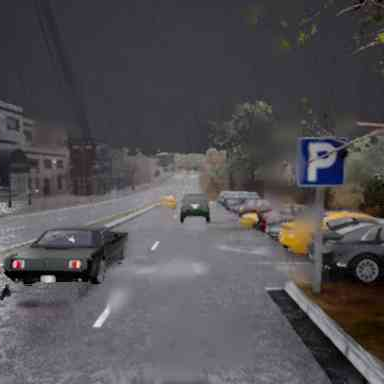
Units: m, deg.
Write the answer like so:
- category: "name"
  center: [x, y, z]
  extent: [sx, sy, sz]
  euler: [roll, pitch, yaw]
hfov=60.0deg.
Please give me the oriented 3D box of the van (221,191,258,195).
- category: "van"
  center: [5.977, 1.020, 39.155]
  extent: [4.442, 1.987, 1.878]
  euler: [0, 1, 0]

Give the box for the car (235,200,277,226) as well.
- category: "car"
  center: [5.511, 1.437, 19.880]
  extent: [5.366, 1.575, 1.946]
  euler: [0, 0, 0]

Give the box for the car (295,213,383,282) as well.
- category: "car"
  center: [5.596, 1.478, 8.860]
  extent: [4.892, 1.521, 2.231]
  euler: [0, 0, 1]

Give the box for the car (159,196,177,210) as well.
- category: "car"
  center: [-2.828, 1.222, 39.645]
  extent: [1.882, 1.535, 5.008]
  euler: [0, 1, 1]

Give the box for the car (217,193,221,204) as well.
- category: "car"
  center: [5.853, 1.076, 42.042]
  extent: [4.553, 1.767, 2.185]
  euler: [0, 1, 0]

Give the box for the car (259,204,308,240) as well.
- category: "car"
  center: [5.656, 1.465, 14.368]
  extent: [4.892, 1.521, 2.231]
  euler: [0, 0, 0]

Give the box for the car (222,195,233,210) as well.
- category: "car"
  center: [5.784, 1.349, 33.655]
  extent: [4.792, 1.488, 2.163]
  euler: [0, 1, 0]

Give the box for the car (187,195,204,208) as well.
- category: "car"
  center: [0.435, 1.189, 42.982]
  extent: [2.128, 1.511, 4.902]
  euler: [0, 1, 1]

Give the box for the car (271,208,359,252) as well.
- category: "car"
  center: [5.621, 1.472, 11.615]
  extent: [5.008, 1.535, 2.097]
  euler: [0, 0, 0]

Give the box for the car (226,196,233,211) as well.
- category: "car"
  center: [5.792, 1.390, 30.897]
  extent: [4.674, 1.452, 2.002]
  euler: [0, 1, 0]

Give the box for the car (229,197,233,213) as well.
- category: "car"
  center: [5.764, 1.417, 28.144]
  extent: [4.674, 1.452, 2.002]
  euler: [0, 1, 0]

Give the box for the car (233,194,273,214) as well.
- category: "car"
  center: [5.713, 1.279, 25.381]
  extent: [4.553, 1.767, 2.185]
  euler: [0, 1, 0]

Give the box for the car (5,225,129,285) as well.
- category: "car"
  center: [-3.079, 1.583, 9.374]
  extent: [1.895, 1.301, 4.718]
  euler: [0, 0, 0]

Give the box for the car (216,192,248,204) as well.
- category: "car"
  center: [5.984, 0.922, 50.178]
  extent: [4.553, 1.767, 2.185]
  euler: [0, 1, 1]

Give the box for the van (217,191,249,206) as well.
- category: "van"
  center: [5.814, 0.880, 47.425]
  extent: [4.442, 1.987, 1.878]
  euler: [0, 1, 0]

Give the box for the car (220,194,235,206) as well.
- category: "car"
  center: [5.866, 1.312, 36.407]
  extent: [4.792, 1.488, 2.163]
  euler: [0, 1, 0]

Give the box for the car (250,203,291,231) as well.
- category: "car"
  center: [5.702, 1.485, 17.119]
  extent: [4.792, 1.488, 2.163]
  euler: [0, 0, 0]

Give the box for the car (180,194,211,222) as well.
- category: "car"
  center: [0.247, 1.133, 25.628]
  extent: [2.150, 2.045, 5.566]
  euler: [0, 1, 1]
